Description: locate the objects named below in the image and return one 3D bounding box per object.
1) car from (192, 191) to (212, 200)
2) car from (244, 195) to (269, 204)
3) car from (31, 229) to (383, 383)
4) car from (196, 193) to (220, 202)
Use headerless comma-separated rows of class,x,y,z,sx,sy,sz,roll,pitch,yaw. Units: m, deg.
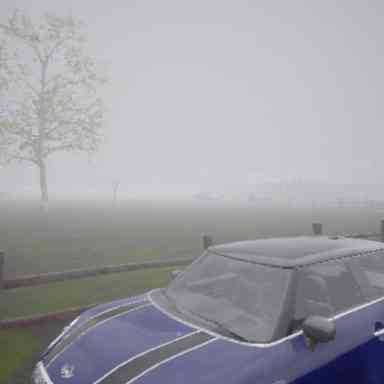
car,2.318,0.867,72.108,2.150,2.045,5.566,1,0,-36
car,11.449,1.329,59.398,1.837,1.490,4.892,1,0,-36
car,0.760,1.366,3.613,4.553,1.767,2.097,0,0,-35
car,3.506,1.310,65.730,1.895,1.301,4.718,1,0,-36
